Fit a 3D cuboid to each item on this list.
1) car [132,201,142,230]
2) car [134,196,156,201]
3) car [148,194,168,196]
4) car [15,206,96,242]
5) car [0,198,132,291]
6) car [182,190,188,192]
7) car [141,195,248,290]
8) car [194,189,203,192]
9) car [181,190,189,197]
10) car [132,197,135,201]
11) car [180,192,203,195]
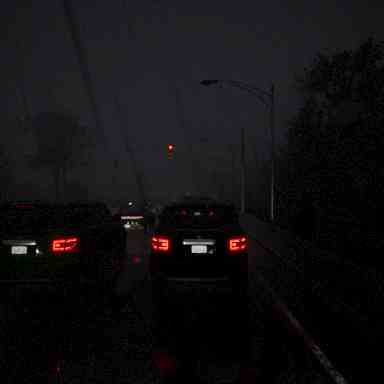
[{"bbox_3d":[-3.187,1.491,19.013,2.128,1.511,4.902,0,0,1],"label":"car"},{"bbox_3d":[-6.312,1.601,46.378,1.895,1.301,4.718,0,0,1],"label":"car"},{"bbox_3d":[-6.008,1.488,59.321,2.128,1.511,4.902,0,0,2],"label":"car"},{"bbox_3d":[-6.919,1.547,17.699,2.033,1.411,5.357,0,0,1],"label":"car"},{"bbox_3d":[-3.330,1.221,9.146,2.150,2.045,5.566,0,0,1],"label":"car"},{"bbox_3d":[-2.036,1.053,77.274,2.033,1.411,5.357,0,3,1],"label":"car"},{"bbox_3d":[0.171,1.221,9.233,2.150,2.045,5.566,0,0,1],"label":"car"},{"bbox_3d":[1.472,0.850,77.573,2.097,1.767,4.553,0,3,1],"label":"car"},{"bbox_3d":[-1.807,0.294,87.686,1.882,1.535,5.008,0,3,1],"label":"car"},{"bbox_3d":[-9.789,1.564,47.373,1.994,1.385,4.181,0,0,1],"label":"car"},{"bbox_3d":[0.328,1.221,19.563,2.150,2.045,5.566,0,0,1],"label":"car"}]
